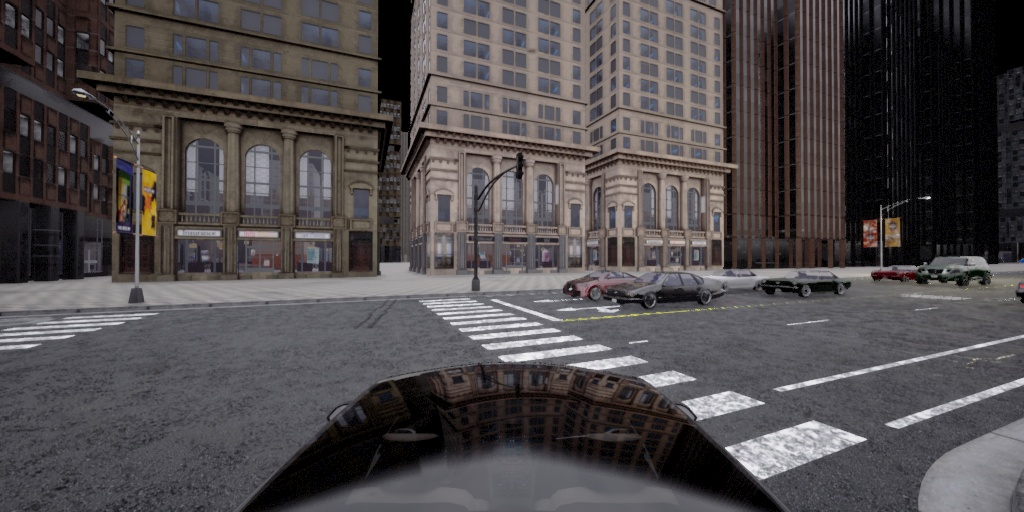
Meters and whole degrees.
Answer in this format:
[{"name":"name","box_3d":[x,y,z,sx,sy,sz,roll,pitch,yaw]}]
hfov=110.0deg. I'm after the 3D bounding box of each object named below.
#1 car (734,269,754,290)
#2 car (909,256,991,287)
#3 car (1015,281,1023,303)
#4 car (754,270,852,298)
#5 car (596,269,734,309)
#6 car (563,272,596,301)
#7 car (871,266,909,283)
[{"name":"car","box_3d":[12.888,1.444,21.363,4.718,1.301,1.895,0,0,-22]},{"name":"car","box_3d":[31.054,1.034,25.210,5.566,2.045,2.150,0,-1,-22]},{"name":"car","box_3d":[23.473,1.302,15.035,5.357,1.411,2.033,0,0,-22]},{"name":"car","box_3d":[15.445,1.415,18.894,4.718,1.301,1.895,0,0,-22]},{"name":"car","box_3d":[6.530,1.367,15.272,5.357,1.411,2.033,0,0,-22]},{"name":"car","box_3d":[4.670,1.412,18.020,4.181,1.385,1.994,0,0,-22]},{"name":"car","box_3d":[31.078,1.440,28.715,4.718,1.301,1.895,0,-1,-22]}]
